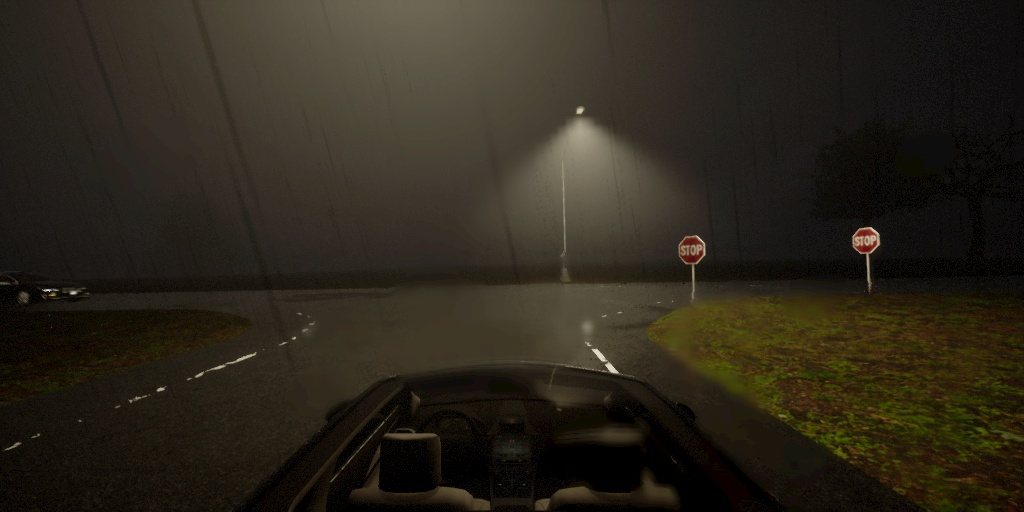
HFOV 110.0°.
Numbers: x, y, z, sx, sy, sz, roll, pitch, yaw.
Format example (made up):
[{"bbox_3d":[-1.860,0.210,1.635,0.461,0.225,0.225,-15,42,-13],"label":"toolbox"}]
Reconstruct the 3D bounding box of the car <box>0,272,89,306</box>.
[{"bbox_3d":[-21.870,1.439,15.897,4.892,1.490,1.837,-1,-2,0],"label":"car"}]
